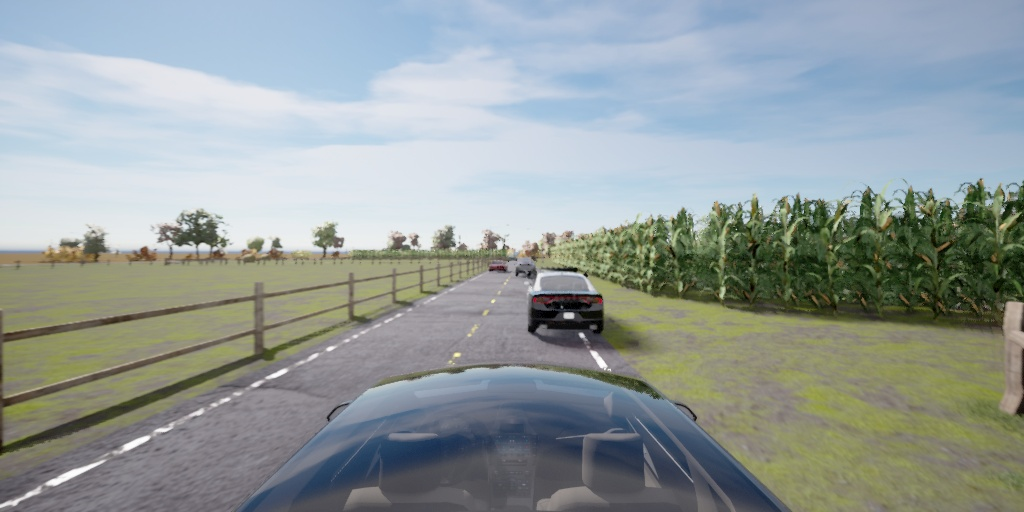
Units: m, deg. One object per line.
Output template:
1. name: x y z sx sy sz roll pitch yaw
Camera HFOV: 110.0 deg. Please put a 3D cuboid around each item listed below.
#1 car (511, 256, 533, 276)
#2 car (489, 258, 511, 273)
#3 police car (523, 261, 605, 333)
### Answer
1. car: 1.303 1.076 33.751 2.128 1.511 4.902 0 0 3
2. car: -1.416 1.148 38.490 1.895 1.301 4.718 0 0 2
3. police car: 1.385 1.132 10.709 1.930 1.638 5.238 0 0 2
